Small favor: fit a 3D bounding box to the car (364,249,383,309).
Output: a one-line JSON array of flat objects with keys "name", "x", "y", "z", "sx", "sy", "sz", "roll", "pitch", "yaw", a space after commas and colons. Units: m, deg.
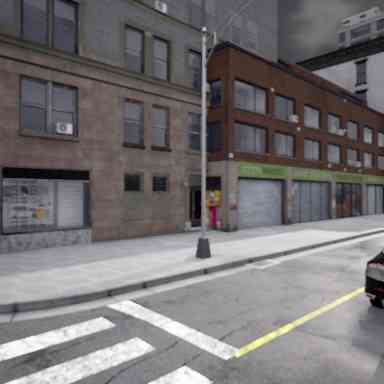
[{"name": "car", "x": 5.224, "y": 1.501, "z": 6.835, "sx": 4.902, "sy": 1.511, "sz": 2.128, "roll": 0, "pitch": 0, "yaw": -43}]
